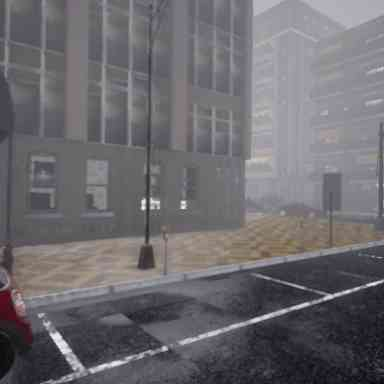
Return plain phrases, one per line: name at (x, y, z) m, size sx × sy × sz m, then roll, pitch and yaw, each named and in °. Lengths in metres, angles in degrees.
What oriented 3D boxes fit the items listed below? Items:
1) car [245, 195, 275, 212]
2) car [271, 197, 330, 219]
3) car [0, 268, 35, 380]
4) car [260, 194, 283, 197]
car at (6.207, 1.308, 35.562) m, size 1.812 × 1.442 × 4.674 m, roll 1°, pitch 0°, yaw -36°
car at (9.063, 1.417, 27.225) m, size 1.887 × 1.381 × 4.507 m, roll 2°, pitch 0°, yaw -36°
car at (-4.084, 1.431, 3.635) m, size 4.097 × 1.590 × 1.967 m, roll 0°, pitch 0°, yaw -35°
car at (9.213, 1.148, 41.311) m, size 2.192 × 1.841 × 5.009 m, roll 2°, pitch 0°, yaw -36°
